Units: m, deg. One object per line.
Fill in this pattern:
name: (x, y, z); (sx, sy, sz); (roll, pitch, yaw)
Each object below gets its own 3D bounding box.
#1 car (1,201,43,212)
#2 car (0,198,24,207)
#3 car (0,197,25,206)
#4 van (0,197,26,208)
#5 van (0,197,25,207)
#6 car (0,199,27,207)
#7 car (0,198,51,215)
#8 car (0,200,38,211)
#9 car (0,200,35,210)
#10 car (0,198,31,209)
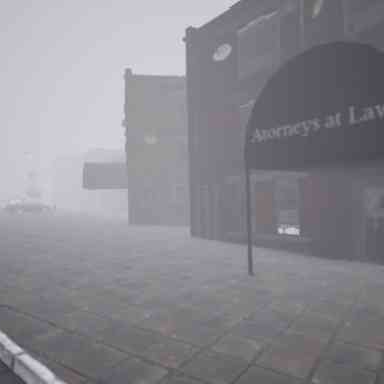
car: (-22.909, 1.914, 44.999); (2.002, 1.452, 4.674); (-1, -1, 39)
car: (-39.556, 2.276, 72.637); (2.185, 1.767, 4.553); (-2, -2, 39)
car: (-42.541, 2.261, 77.713); (2.435, 2.045, 5.566); (-2, -2, 39)
van: (-35.071, 2.020, 65.025); (1.878, 1.987, 4.442); (-1, -1, 39)
van: (-37.954, 2.125, 70.240); (1.878, 1.987, 4.442); (-1, -2, 39)
car: (-36.518, 2.298, 67.625); (2.097, 1.535, 5.008); (-1, -2, 39)
car: (-18.384, 1.736, 37.458); (2.231, 1.521, 4.892); (-1, -1, 39)
car: (-25.932, 2.006, 50.029); (2.002, 1.452, 4.674); (-1, -1, 39)
car: (-28.974, 2.087, 55.032); (2.163, 1.488, 4.792); (-1, -1, 39)
car: (-31.957, 2.026, 60.110); (2.185, 1.767, 4.553); (-1, -1, 39)
